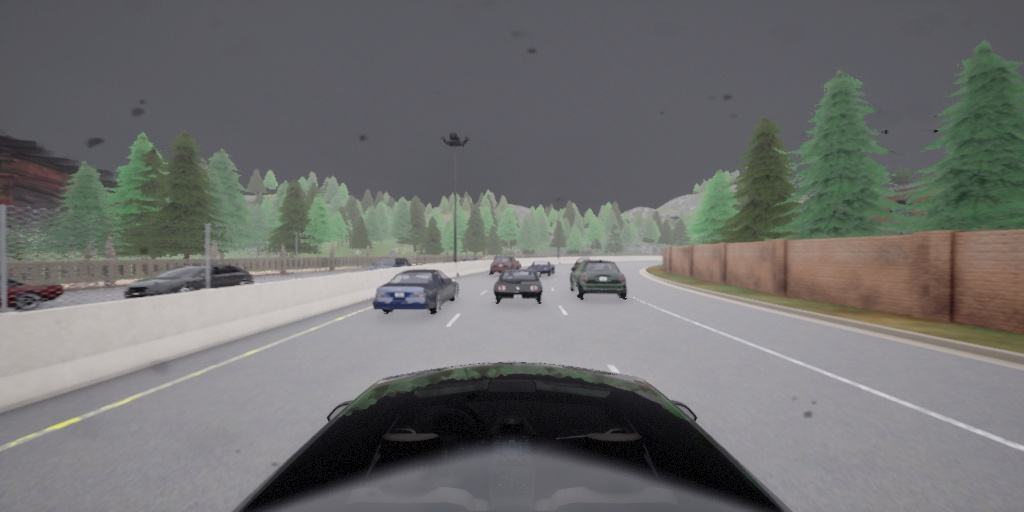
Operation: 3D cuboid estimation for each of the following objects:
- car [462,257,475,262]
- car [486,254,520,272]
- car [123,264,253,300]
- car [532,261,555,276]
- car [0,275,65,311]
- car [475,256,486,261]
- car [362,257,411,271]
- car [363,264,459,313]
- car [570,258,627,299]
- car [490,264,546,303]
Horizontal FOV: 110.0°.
[{"bbox_3d":[-6.549,0.800,58.187,1.994,1.385,4.181,0,1,26],"label":"car"},{"bbox_3d":[-0.492,0.813,33.118,2.097,1.767,4.553,0,1,13],"label":"car"},{"bbox_3d":[-13.834,1.125,15.740,1.837,1.490,4.892,0,1,3],"label":"car"},{"bbox_3d":[2.747,1.073,31.891,1.895,1.301,4.718,0,1,13],"label":"car"},{"bbox_3d":[-17.538,1.265,10.999,1.895,1.301,4.718,0,1,1],"label":"car"},{"bbox_3d":[-3.338,0.527,56.792,1.882,1.535,5.008,0,1,26],"label":"car"},{"bbox_3d":[-9.151,0.872,26.632,2.097,1.767,4.553,0,1,10],"label":"car"},{"bbox_3d":[-3.288,1.191,13.264,2.033,1.411,5.357,0,1,2],"label":"car"},{"bbox_3d":[3.979,0.960,17.152,2.097,1.767,4.553,0,1,4],"label":"car"},{"bbox_3d":[0.350,1.222,15.711,1.895,1.301,4.718,0,1,3],"label":"car"}]
